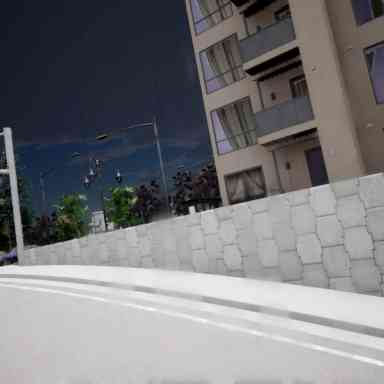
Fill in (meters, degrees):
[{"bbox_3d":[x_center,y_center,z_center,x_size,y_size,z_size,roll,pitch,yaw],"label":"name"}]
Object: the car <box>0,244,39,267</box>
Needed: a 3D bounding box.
[{"bbox_3d":[-15.552,5.660,29.617,2.097,1.767,4.553,-15,-9,35],"label":"car"}]
